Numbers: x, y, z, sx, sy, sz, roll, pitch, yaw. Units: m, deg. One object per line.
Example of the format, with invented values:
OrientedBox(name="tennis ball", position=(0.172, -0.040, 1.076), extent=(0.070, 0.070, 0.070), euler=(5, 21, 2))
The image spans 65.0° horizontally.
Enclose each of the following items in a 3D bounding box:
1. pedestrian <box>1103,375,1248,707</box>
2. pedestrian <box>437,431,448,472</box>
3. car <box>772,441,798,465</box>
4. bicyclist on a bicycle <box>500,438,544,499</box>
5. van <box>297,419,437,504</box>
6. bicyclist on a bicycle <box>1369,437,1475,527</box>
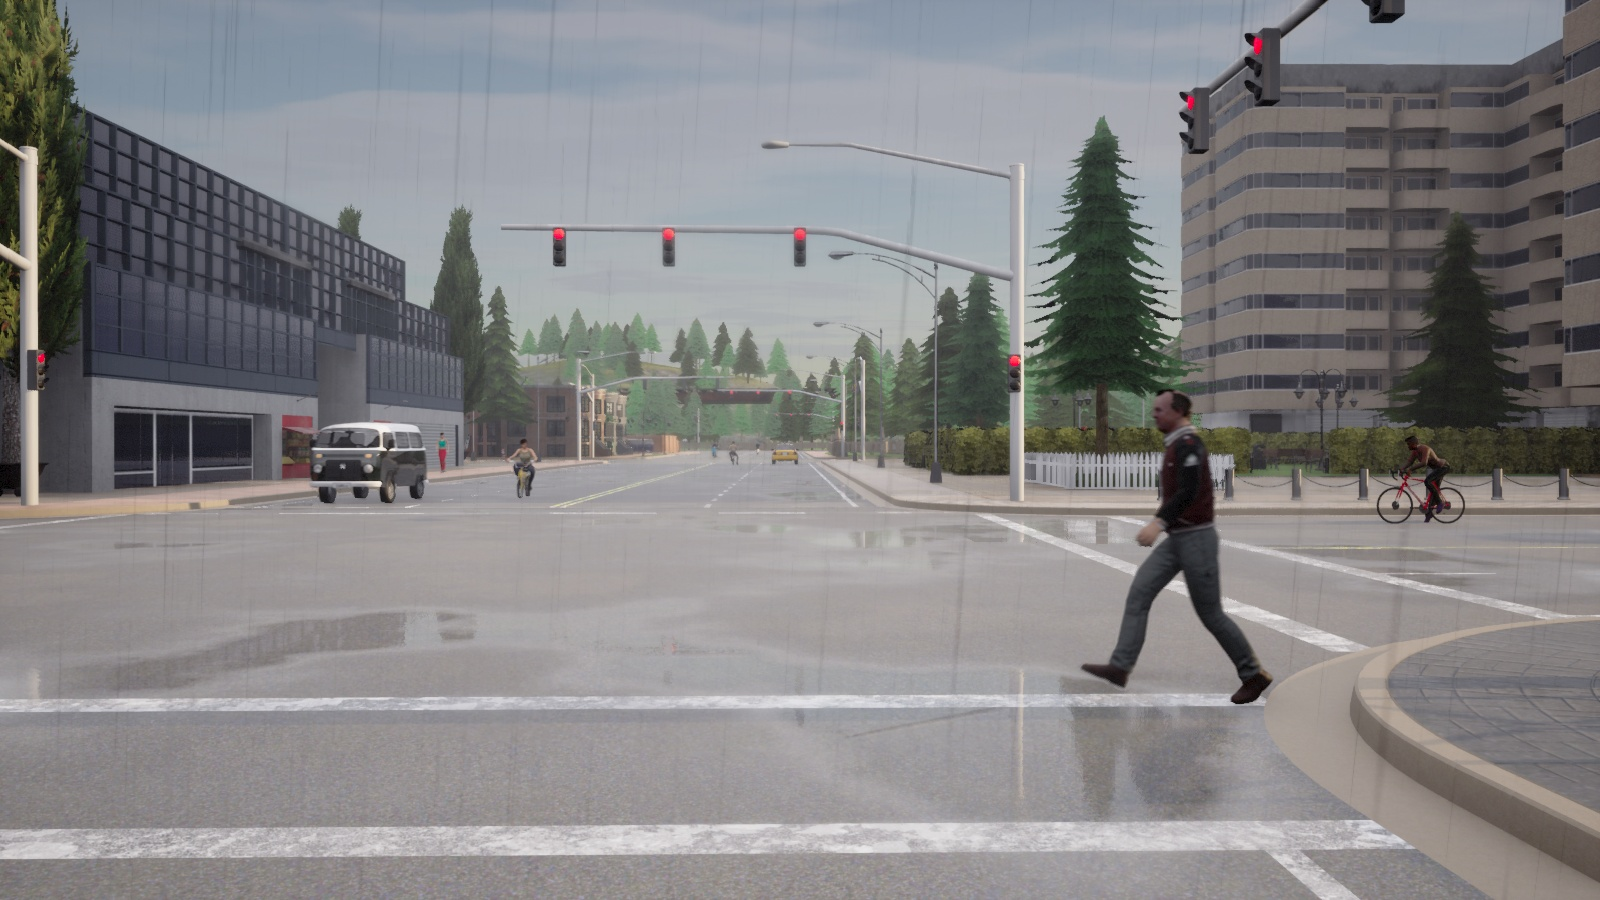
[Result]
OrientedBox(name="pedestrian", position=(2.143, 0.506, 7.206), extent=(0.720, 1.854, 0.376), euler=(0, 0, 1))
OrientedBox(name="pedestrian", position=(-16.129, 0.072, 56.626), extent=(0.345, 1.836, 0.594), euler=(0, 0, -1))
OrientedBox(name="car", position=(-1.048, 0.189, 87.747), extent=(1.801, 1.575, 5.366), euler=(0, 0, -1))
OrientedBox(name="bicyclist on a bicycle", position=(-7.496, 0.485, 33.972), extent=(0.866, 1.612, 1.509), euler=(0, 1, -1))
OrientedBox(name="van", position=(-10.974, 0.283, 32.180), extent=(2.069, 2.038, 4.480), euler=(0, 0, -1))
OrientedBox(name="bicyclist on a bicycle", position=(11.414, 0.578, 23.080), extent=(1.656, 1.620, 0.582), euler=(0, 0, -1))
